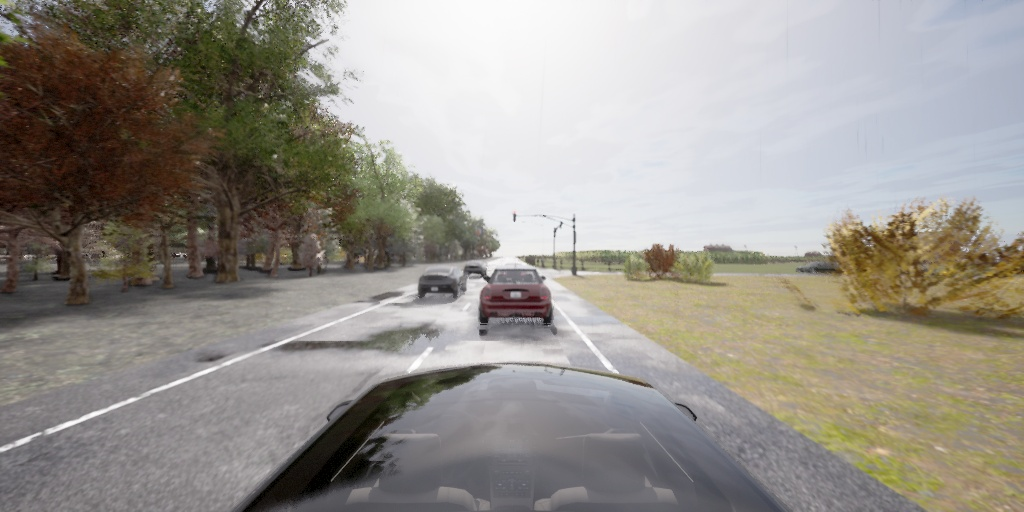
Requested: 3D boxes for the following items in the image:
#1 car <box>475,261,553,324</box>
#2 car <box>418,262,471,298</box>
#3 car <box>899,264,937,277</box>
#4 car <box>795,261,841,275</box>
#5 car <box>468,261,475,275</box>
[{"bbox_3d":[0.101,1.078,11.960,2.097,1.767,4.553,0,0,0],"label":"car"},{"bbox_3d":[-3.400,1.215,18.172,1.837,1.490,4.892,0,0,0],"label":"car"},{"bbox_3d":[46.390,1.646,41.770,4.902,1.511,2.128,1,-1,1],"label":"car"},{"bbox_3d":[38.672,1.473,45.387,4.553,1.767,2.097,1,-1,1],"label":"car"},{"bbox_3d":[-3.402,1.180,33.797,1.837,1.490,4.892,0,1,0],"label":"car"}]
